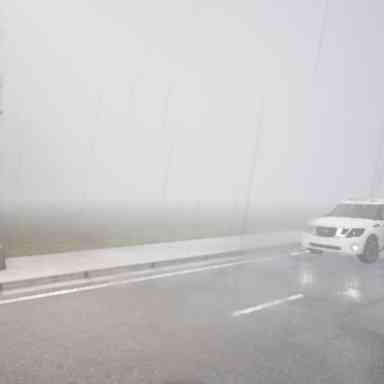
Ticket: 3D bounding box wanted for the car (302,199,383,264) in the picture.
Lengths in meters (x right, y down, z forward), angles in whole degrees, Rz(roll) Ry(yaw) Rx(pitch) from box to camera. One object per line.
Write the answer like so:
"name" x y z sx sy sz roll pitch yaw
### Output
"car" 6.517 1.292 12.436 5.566 2.045 2.150 0 0 -36
